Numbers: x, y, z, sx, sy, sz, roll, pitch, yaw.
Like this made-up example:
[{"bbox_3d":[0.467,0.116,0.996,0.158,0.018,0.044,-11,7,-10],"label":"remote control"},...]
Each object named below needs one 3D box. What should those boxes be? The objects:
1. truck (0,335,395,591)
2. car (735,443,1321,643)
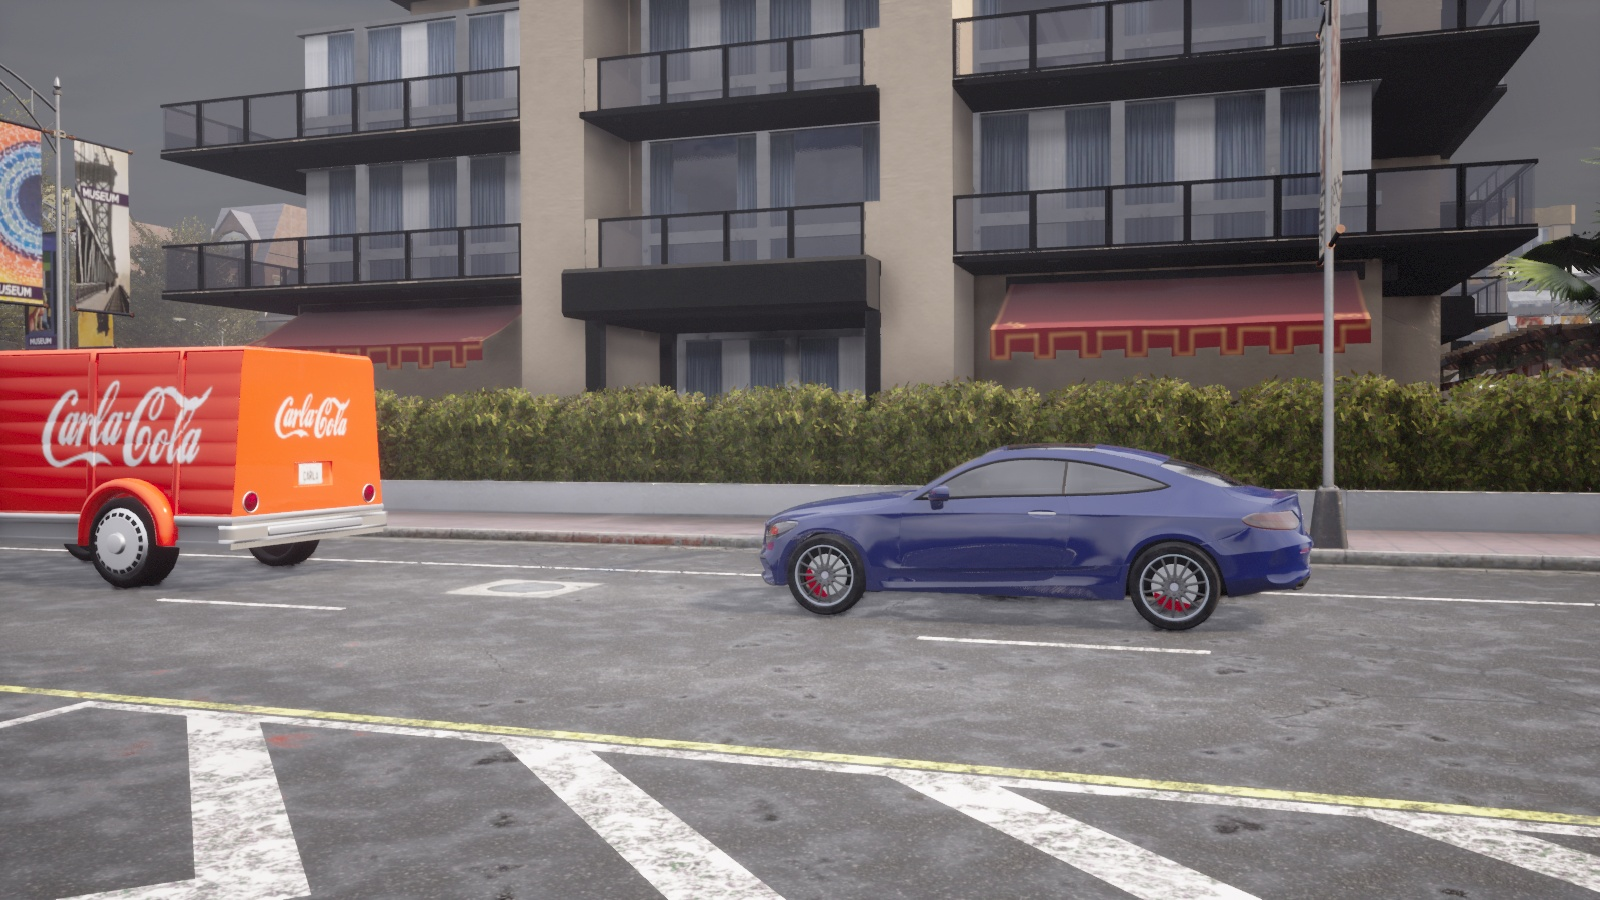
[{"bbox_3d":[-7.581,0.085,14.149,5.204,2.467,2.627,1,1,19],"label":"truck"},{"bbox_3d":[1.945,0.684,10.949,4.674,1.442,1.812,1,1,18],"label":"car"}]
